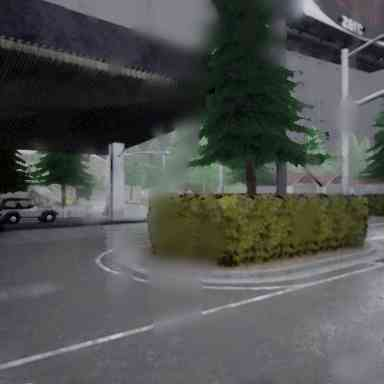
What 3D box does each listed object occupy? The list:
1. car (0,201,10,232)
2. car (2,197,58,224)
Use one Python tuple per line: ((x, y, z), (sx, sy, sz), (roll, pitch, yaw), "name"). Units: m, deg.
((-11.929, 1.480, 16.522), (4.611, 1.667, 2.242), (0, 0, -36), "car")
((-11.729, 1.312, 23.651), (3.866, 1.878, 1.905), (0, 0, -36), "car")
